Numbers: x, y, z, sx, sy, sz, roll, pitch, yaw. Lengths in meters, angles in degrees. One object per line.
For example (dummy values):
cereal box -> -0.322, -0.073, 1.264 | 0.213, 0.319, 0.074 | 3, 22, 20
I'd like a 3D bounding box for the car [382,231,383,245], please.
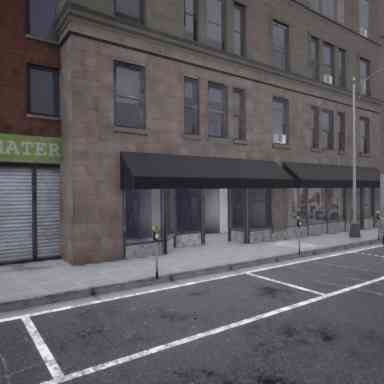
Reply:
car -> 9.271, 1.540, 13.189 | 4.507, 1.381, 1.887 | 0, -1, -36
